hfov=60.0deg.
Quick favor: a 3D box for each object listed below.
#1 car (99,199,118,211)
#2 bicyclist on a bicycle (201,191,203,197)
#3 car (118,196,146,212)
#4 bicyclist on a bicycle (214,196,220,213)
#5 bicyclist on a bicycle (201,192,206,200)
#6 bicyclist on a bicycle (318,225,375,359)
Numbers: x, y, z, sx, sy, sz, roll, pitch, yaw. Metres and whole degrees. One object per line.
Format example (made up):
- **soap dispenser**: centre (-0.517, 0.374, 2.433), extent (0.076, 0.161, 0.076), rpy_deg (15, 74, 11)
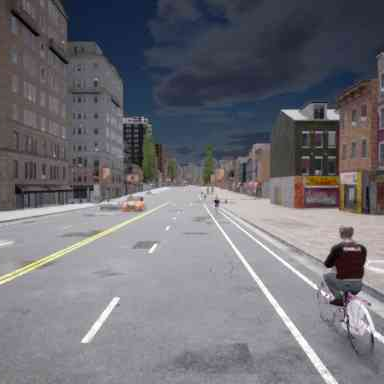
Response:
- **car**: centre (-9.602, 1.499, 39.864), extent (1.895, 1.301, 4.718), rpy_deg (0, 0, 0)
- **bicyclist on a bicycle**: centre (2.826, 0.514, 94.760), extent (0.659, 1.776, 1.843), rpy_deg (0, 2, 0)
- **car**: centre (-6.372, 1.267, 36.935), extent (2.097, 1.767, 4.553), rpy_deg (0, 0, 0)
- **bicyclist on a bicycle**: centre (2.450, 1.306, 33.102), extent (0.659, 1.776, 1.843), rpy_deg (0, 0, 0)
- **bicyclist on a bicycle**: centre (2.624, 0.950, 67.063), extent (0.866, 1.612, 1.509), rpy_deg (-1, 1, 0)
- **bicyclist on a bicycle**: centre (2.280, 1.370, 5.103), extent (0.659, 1.776, 1.843), rpy_deg (0, 0, 0)
